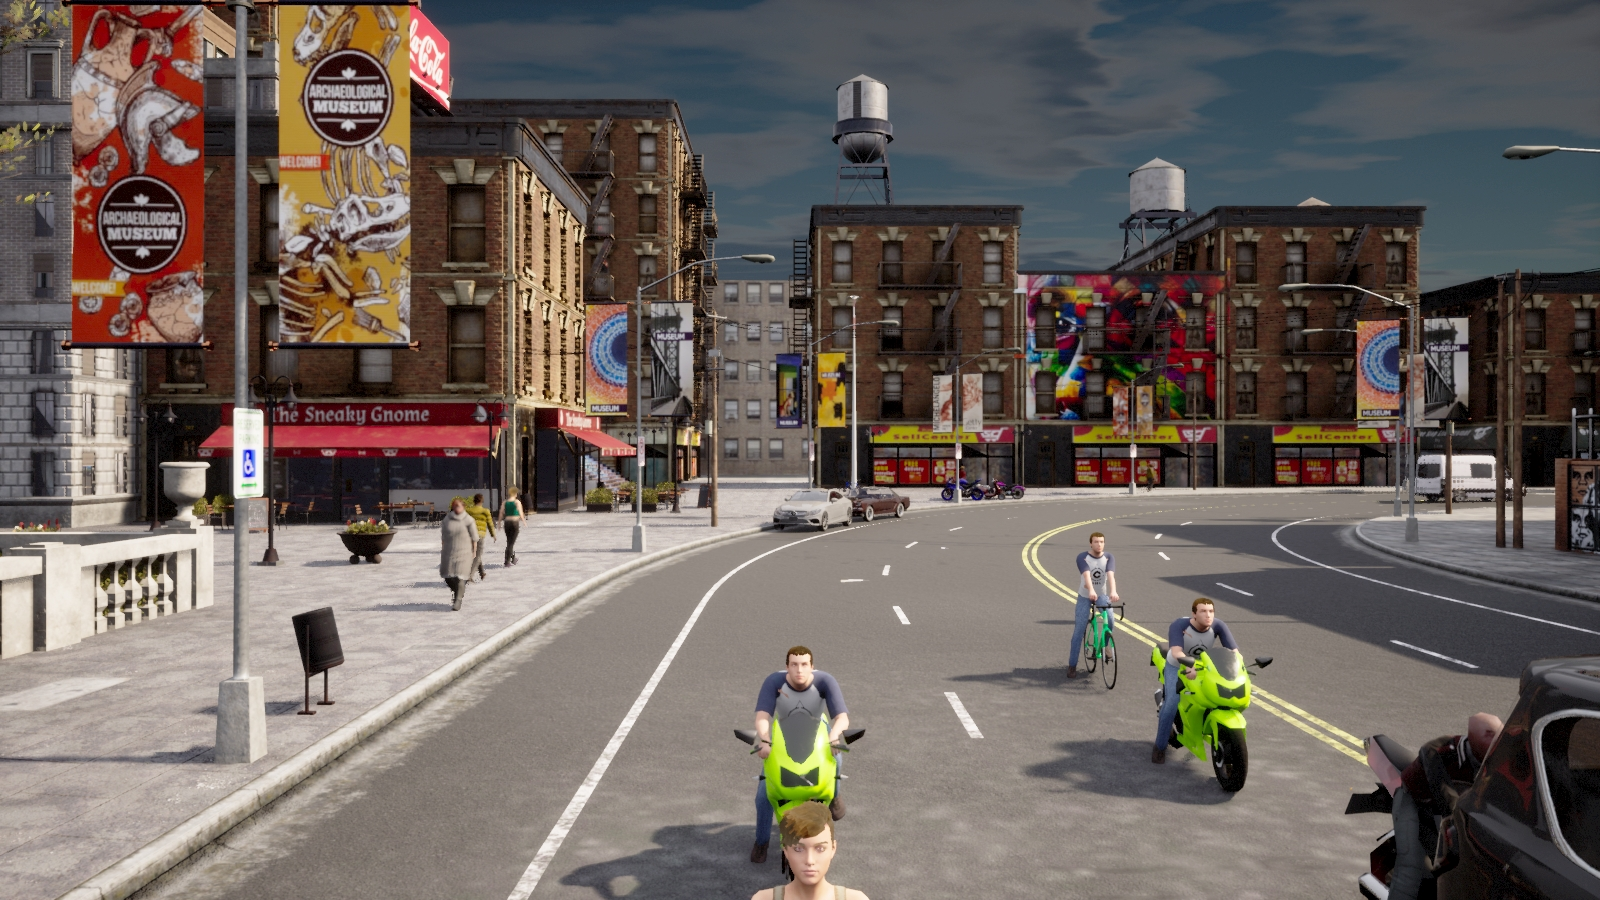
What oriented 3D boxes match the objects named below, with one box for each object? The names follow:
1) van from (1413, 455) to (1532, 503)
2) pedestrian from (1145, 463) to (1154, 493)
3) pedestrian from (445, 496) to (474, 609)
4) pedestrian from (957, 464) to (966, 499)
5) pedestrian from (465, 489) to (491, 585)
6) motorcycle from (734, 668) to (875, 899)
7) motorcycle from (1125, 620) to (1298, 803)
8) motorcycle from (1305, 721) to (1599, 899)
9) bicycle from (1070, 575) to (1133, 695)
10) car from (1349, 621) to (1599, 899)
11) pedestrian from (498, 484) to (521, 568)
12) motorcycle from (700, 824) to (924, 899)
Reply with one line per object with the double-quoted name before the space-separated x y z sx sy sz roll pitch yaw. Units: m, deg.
"van" 36.666 1.558 62.306 5.915 2.561 1.988 0 -1 -15
"pedestrian" 21.520 1.723 70.366 0.375 1.860 0.375 0 0 -18
"pedestrian" -5.696 1.704 19.105 0.375 1.860 0.375 0 0 -1
"pedestrian" 8.866 1.722 62.714 0.375 1.860 0.375 0 0 -39
"pedestrian" -6.343 1.705 22.502 0.375 1.860 0.375 0 0 7
"motorcycle" 0.030 2.215 7.575 0.803 1.145 2.033 0 0 0
"motorcycle" 3.536 2.217 10.038 0.803 1.145 2.033 0 0 0
"motorcycle" 3.504 2.240 5.846 0.867 1.251 2.209 1 -3 0
"bicycle" 3.650 2.212 13.929 0.373 1.196 1.643 0 0 1
"car" 3.469 1.777 2.202 2.150 2.045 5.566 0 0 0
"pedestrian" -6.545 1.708 25.769 0.375 1.860 0.375 0 0 12
"motorcycle" 0.039 2.172 3.492 0.764 1.277 2.356 0 0 0
